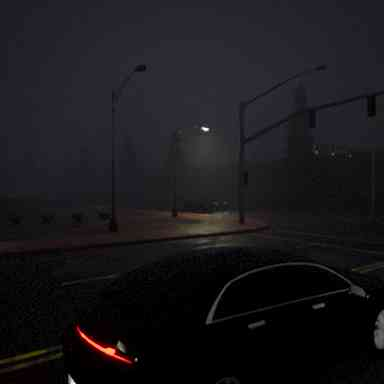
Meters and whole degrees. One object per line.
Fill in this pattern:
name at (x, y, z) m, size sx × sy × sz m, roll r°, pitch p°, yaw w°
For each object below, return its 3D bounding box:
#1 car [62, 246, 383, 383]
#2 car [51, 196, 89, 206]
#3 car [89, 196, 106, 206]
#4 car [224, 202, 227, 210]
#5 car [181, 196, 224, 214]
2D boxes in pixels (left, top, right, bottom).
car at (0.893, 1.498, 4.434) m, size 4.892 × 1.490 × 1.837 m, roll 0°, pitch 0°, yaw -35°
car at (-19.236, 1.516, 51.385) m, size 5.357 × 1.411 × 2.033 m, roll 0°, pitch 0°, yaw 21°
car at (-16.209, 1.466, 53.851) m, size 4.892 × 1.490 × 1.837 m, roll -1°, pitch 0°, yaw 23°
car at (2.004, 1.297, 39.148) m, size 2.097 × 1.767 × 4.553 m, roll 0°, pitch 0°, yaw -39°
car at (0.777, 1.457, 35.053) m, size 1.837 × 1.490 × 4.892 m, roll 0°, pitch 0°, yaw -37°
